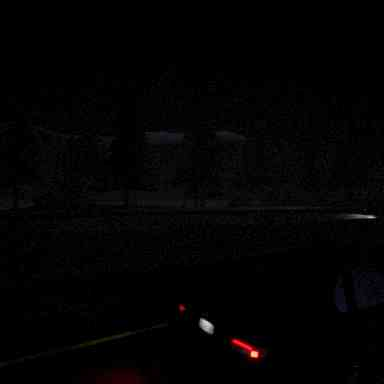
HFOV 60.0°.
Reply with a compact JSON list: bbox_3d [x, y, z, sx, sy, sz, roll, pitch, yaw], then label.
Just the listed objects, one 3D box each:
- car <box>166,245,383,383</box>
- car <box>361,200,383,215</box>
[{"bbox_3d":[2.312,1.559,5.011,5.357,1.411,2.033,0,0,-31],"label":"car"},{"bbox_3d":[19.894,1.616,34.397,4.892,1.490,1.837,1,0,-15],"label":"car"}]
